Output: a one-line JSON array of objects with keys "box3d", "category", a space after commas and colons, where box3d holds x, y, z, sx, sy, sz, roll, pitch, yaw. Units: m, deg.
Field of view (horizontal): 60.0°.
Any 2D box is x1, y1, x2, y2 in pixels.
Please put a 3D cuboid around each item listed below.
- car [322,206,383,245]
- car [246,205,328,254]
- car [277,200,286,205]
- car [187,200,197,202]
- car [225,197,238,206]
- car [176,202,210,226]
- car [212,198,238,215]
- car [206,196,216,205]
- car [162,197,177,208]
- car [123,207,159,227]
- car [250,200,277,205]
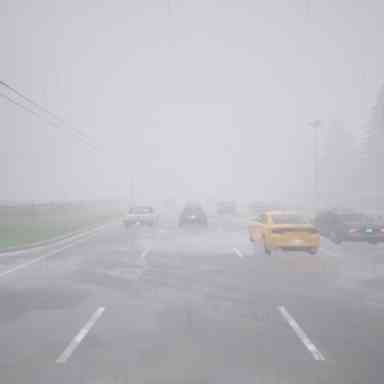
[{"box3d": [7.081, 1.607, 15.822, 2.033, 1.411, 5.357, 0, 0, 0], "category": "car"}, {"box3d": [3.583, 1.529, 13.755, 1.882, 1.535, 5.008, 0, 0, 0], "category": "car"}, {"box3d": [10.551, 1.718, 41.768, 1.994, 1.385, 4.181, 0, 0, 0], "category": "car"}, {"box3d": [0.050, 1.719, 41.700, 1.994, 1.385, 4.181, 0, 0, 0], "category": "car"}, {"box3d": [6.991, 1.746, 59.906, 1.812, 1.442, 4.674, 0, 0, 0], "category": "car"}, {"box3d": [0.071, 1.656, 24.359, 1.994, 1.385, 4.181, 0, 0, 0], "category": "car"}, {"box3d": [3.558, 1.679, 35.321, 2.033, 1.411, 5.357, 0, 0, 0], "category": "car"}, {"box3d": [3.484, 1.568, 58.724, 2.097, 1.767, 4.553, 0, 0, 0], "category": "car"}, {"box3d": [-3.563, 1.549, 53.077, 2.097, 1.767, 4.553, 0, 0, 0], "category": "car"}, {"box3d": [-3.428, 1.689, 23.295, 1.895, 1.301, 4.718, 0, 0, 0], "category": "car"}, {"box3d": [7.058, 1.678, 35.328, 2.033, 1.411, 5.357, 0, 0, 0], "category": "car"}]
